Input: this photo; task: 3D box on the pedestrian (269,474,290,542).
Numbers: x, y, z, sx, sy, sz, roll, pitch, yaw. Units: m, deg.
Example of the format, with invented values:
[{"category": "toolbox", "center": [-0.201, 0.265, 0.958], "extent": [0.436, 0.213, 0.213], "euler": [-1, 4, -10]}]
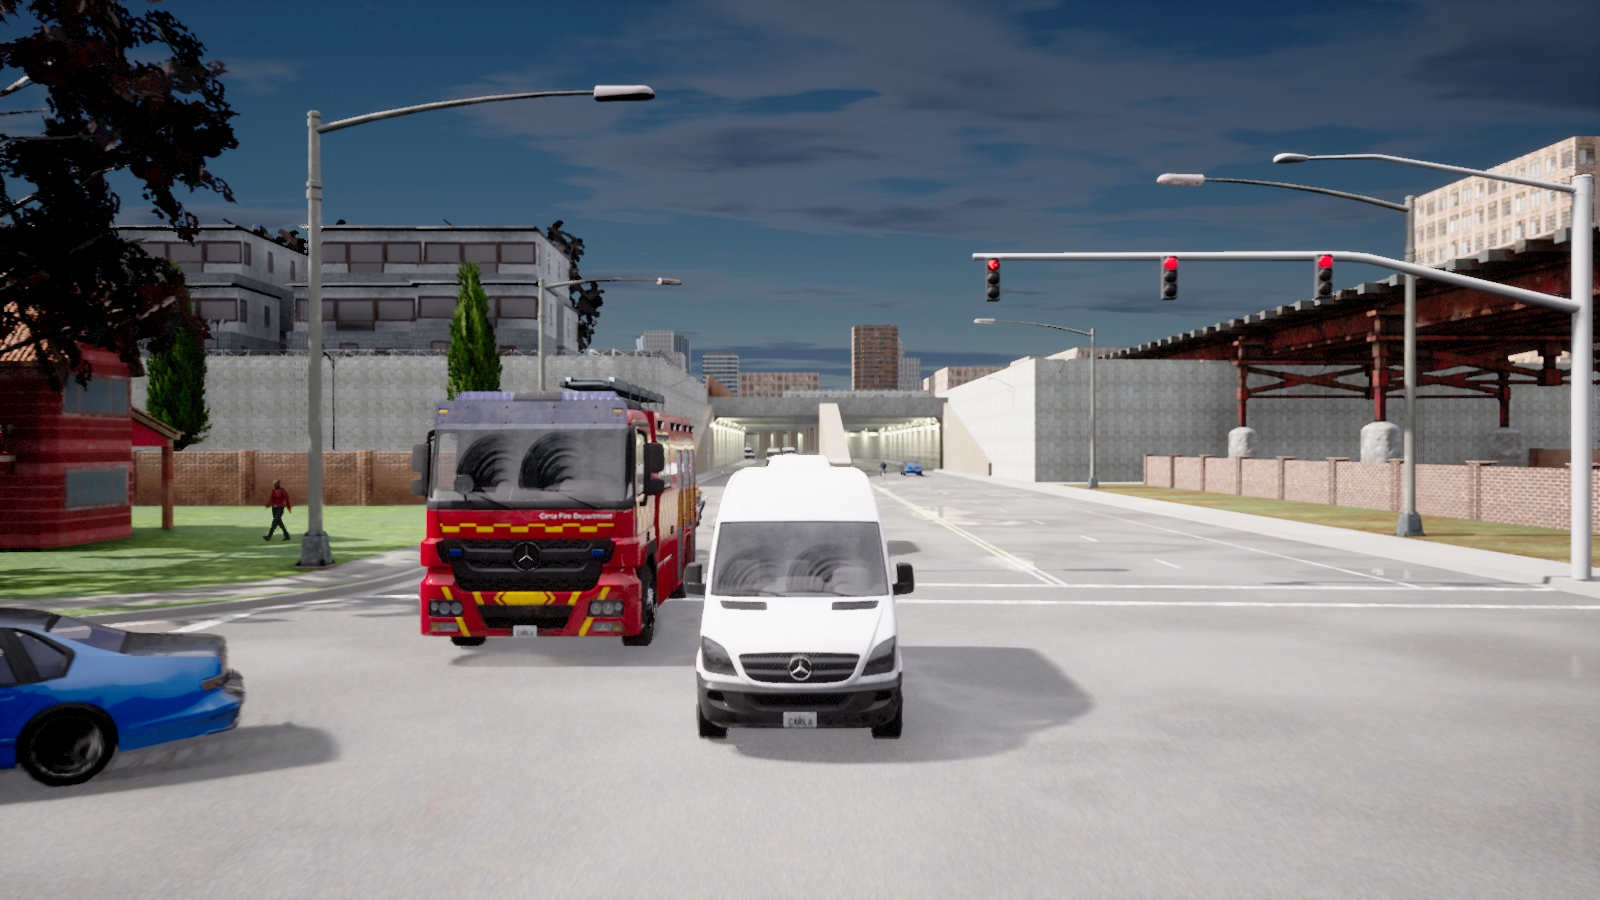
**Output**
[{"category": "pedestrian", "center": [-14.486, 1.597, 31.785], "extent": [0.375, 1.860, 0.375], "euler": [0, 0, 19]}]

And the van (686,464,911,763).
[{"category": "van", "center": [-0.014, 1.476, 13.036], "extent": [1.988, 2.561, 5.915], "euler": [0, 0, 0]}]

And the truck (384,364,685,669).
[{"category": "truck", "center": [-3.746, 0.819, 18.532], "extent": [2.891, 3.827, 8.468], "euler": [0, 0, 0]}]

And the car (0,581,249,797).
[{"category": "car", "center": [-7.634, 2.057, 9.599], "extent": [5.357, 1.411, 2.033], "euler": [0, 0, -27]}]
